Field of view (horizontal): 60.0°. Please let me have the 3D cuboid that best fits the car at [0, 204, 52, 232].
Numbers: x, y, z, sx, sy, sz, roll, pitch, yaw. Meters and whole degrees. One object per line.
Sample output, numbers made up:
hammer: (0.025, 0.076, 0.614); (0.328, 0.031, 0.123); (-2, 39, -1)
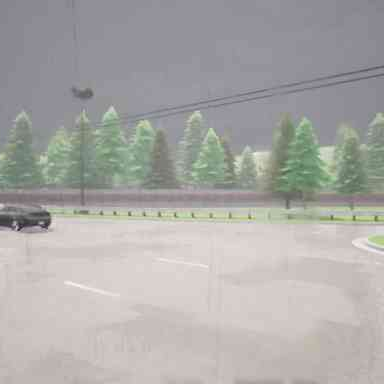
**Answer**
car: (-10.404, 1.484, 20.019); (4.892, 1.490, 1.837); (0, 0, 36)
